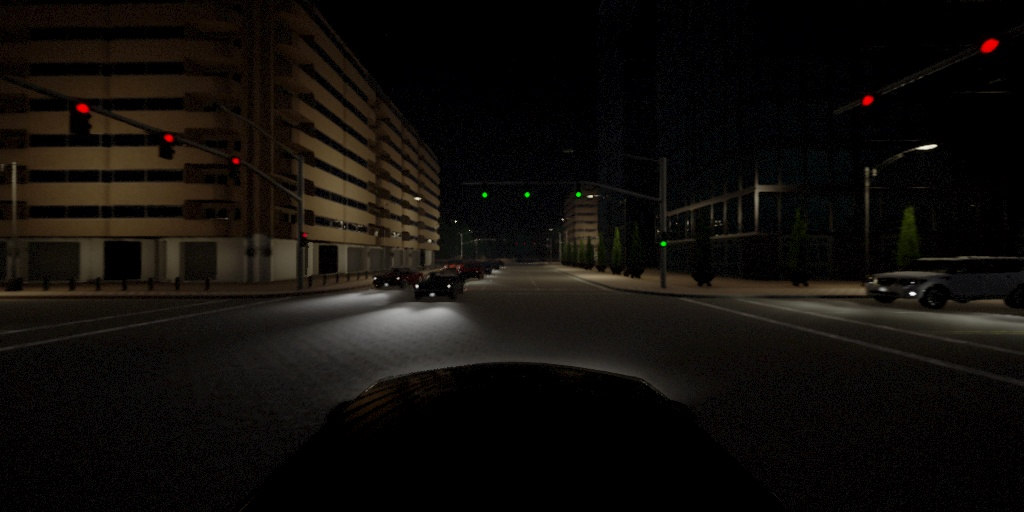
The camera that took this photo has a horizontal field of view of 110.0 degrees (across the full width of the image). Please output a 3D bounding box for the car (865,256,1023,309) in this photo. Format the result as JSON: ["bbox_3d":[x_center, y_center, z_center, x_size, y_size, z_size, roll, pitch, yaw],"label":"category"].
[{"bbox_3d":[18.145,1.030,14.864,5.566,2.045,2.150,0,0,1],"label":"car"}]

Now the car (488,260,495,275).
[{"bbox_3d":[-3.357,1.421,41.145,1.812,1.442,4.674,0,0,1],"label":"car"}]

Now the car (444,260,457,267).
[{"bbox_3d":[-6.873,1.261,43.321,2.097,1.767,4.553,0,0,2],"label":"car"}]

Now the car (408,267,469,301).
[{"bbox_3d":[-3.548,1.426,18.223,1.895,1.301,4.718,0,0,0],"label":"car"}]

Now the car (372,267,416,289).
[{"bbox_3d":[-7.406,1.433,23.809,1.895,1.301,4.718,0,0,5],"label":"car"}]

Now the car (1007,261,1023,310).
[{"bbox_3d":[19.524,1.145,11.344,4.553,1.767,2.097,0,0,1],"label":"car"}]

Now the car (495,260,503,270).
[{"bbox_3d":[-3.017,1.449,57.142,2.128,1.511,4.902,0,0,1],"label":"car"}]

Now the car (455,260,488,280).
[{"bbox_3d":[-3.595,1.338,32.504,1.882,1.535,5.008,0,0,1],"label":"car"}]
